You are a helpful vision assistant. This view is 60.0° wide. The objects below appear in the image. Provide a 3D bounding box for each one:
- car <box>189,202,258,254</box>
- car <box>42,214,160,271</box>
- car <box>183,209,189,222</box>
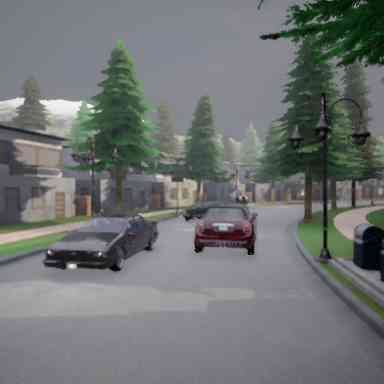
[{"bbox_3d":[1.506,1.222,13.217,2.097,1.767,4.553,0,1,12],"label":"car"},{"bbox_3d":[-2.542,1.447,10.919,2.033,1.411,5.357,0,1,10],"label":"car"},{"bbox_3d":[1.050,1.379,23.626,1.895,1.301,4.718,0,1,23],"label":"car"}]
